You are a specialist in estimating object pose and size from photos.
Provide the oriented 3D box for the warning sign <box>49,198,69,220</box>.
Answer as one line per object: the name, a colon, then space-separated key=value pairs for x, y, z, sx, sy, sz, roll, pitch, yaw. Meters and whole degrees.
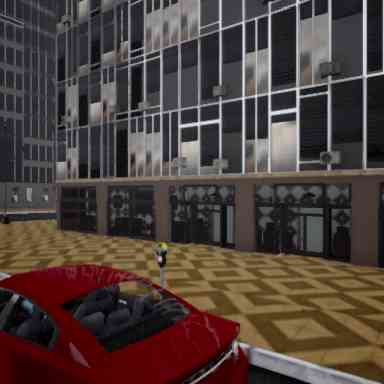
warning sign: x=-11.649 y=1.452 z=29.083 sx=1.300 sy=1.860 sz=1.060 roll=1 pitch=1 yaw=33

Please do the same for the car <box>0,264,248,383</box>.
car: x=-1.579 y=1.543 z=3.847 sx=4.507 sy=1.381 sz=1.887 roll=0 pitch=0 yaw=36
